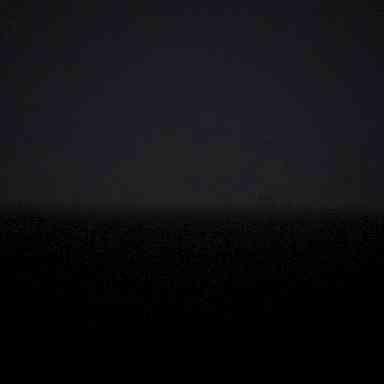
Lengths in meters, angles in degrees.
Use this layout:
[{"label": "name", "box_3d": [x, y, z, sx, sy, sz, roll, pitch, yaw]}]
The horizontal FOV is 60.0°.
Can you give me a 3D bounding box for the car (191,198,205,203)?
[{"label": "car", "box_3d": [1.641, 2.303, 90.980, 1.837, 1.490, 4.892, 1, 0, 36]}]
